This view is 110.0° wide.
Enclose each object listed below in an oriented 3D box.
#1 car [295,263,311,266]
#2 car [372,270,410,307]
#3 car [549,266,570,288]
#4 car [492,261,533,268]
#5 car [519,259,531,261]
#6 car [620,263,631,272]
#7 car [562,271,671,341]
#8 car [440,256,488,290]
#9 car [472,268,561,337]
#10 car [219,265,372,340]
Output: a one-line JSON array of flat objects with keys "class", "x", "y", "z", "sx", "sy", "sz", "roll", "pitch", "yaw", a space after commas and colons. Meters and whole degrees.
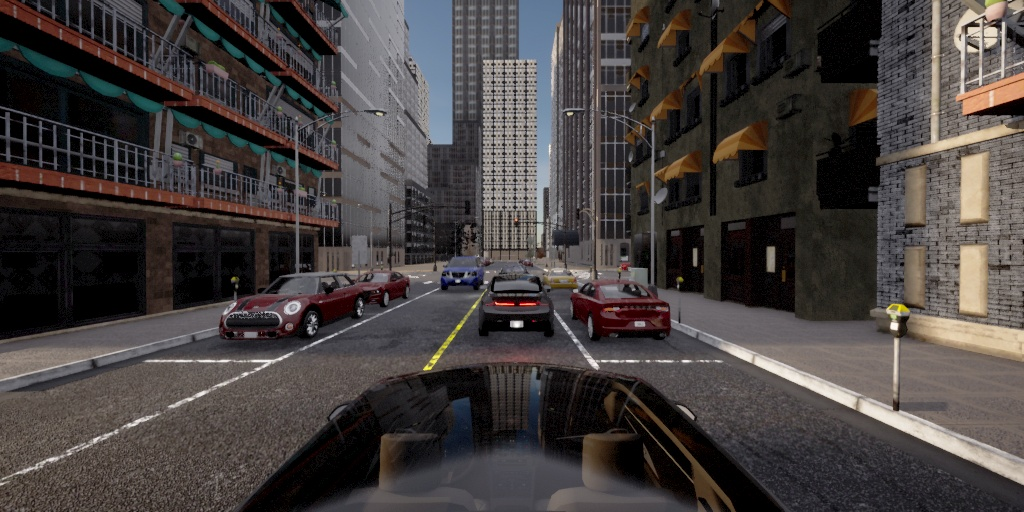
[{"class": "car", "x": -23.796, "y": 1.494, "z": 39.666, "sx": 4.097, "sy": 1.591, "sz": 1.967, "roll": 0, "pitch": 0, "yaw": 0}, {"class": "car", "x": -5.678, "y": 1.293, "z": 15.317, "sx": 1.888, "sy": 1.381, "sz": 4.507, "roll": 0, "pitch": 0, "yaw": 0}, {"class": "car", "x": 2.709, "y": 1.272, "z": 20.988, "sx": 1.751, "sy": 1.417, "sz": 4.829, "roll": 0, "pitch": 0, "yaw": 0}, {"class": "car", "x": 0.118, "y": 1.239, "z": 20.456, "sx": 2.128, "sy": 1.511, "sz": 4.902, "roll": 0, "pitch": 0, "yaw": 0}, {"class": "car", "x": 2.753, "y": 1.185, "z": 64.344, "sx": 1.967, "sy": 1.591, "sz": 4.097, "roll": 0, "pitch": 0, "yaw": 0}, {"class": "car", "x": 14.301, "y": 1.005, "z": 39.948, "sx": 4.507, "sy": 1.381, "sz": 1.888, "roll": 0, "pitch": 0, "yaw": 0}, {"class": "car", "x": 2.698, "y": 1.294, "z": 9.771, "sx": 1.888, "sy": 1.381, "sz": 4.507, "roll": 0, "pitch": 0, "yaw": 0}, {"class": "car", "x": -2.979, "y": 1.028, "z": 22.528, "sx": 2.150, "sy": 2.045, "sz": 5.566, "roll": 0, "pitch": 0, "yaw": 0}, {"class": "car", "x": 0.108, "y": 1.253, "z": 10.323, "sx": 1.837, "sy": 1.490, "sz": 4.892, "roll": 0, "pitch": 0, "yaw": 0}, {"class": "car", "x": -5.684, "y": 1.188, "z": 9.793, "sx": 1.967, "sy": 1.591, "sz": 4.097, "roll": 0, "pitch": 0, "yaw": 0}]
